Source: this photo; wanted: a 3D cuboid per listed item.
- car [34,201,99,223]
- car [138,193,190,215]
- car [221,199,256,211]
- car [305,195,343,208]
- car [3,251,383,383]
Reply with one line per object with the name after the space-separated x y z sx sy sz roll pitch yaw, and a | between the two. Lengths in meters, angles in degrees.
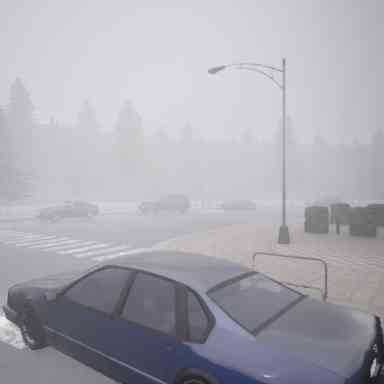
-9.476 1.432 25.488 2.128 1.511 4.902 0 0 38 | car
-2.695 1.163 33.571 5.566 2.045 2.150 0 0 -43 | car
5.502 1.505 39.227 4.181 1.385 1.994 0 0 -25 | car
16.978 1.295 42.786 4.553 1.767 2.097 0 0 -6 | car
-0.432 1.547 4.394 5.357 1.411 2.033 0 0 38 | car
